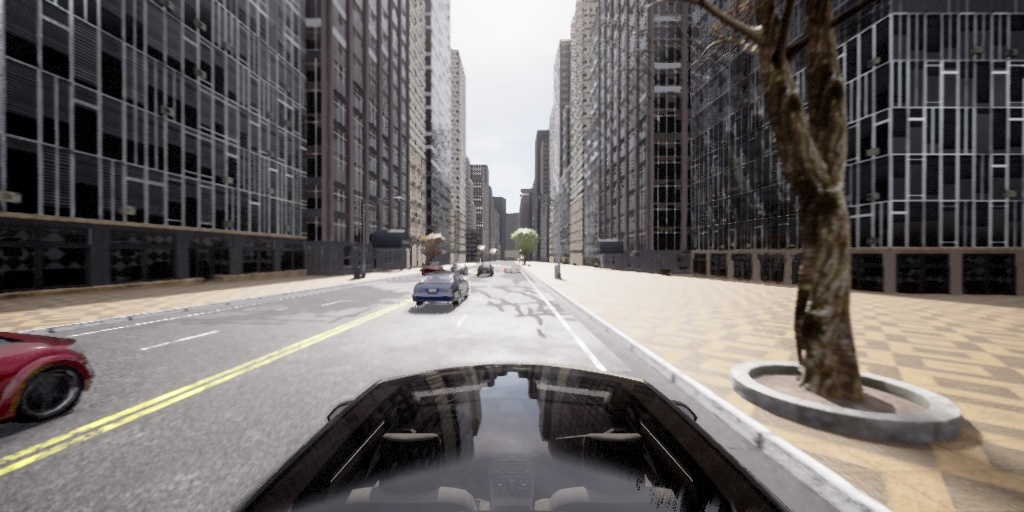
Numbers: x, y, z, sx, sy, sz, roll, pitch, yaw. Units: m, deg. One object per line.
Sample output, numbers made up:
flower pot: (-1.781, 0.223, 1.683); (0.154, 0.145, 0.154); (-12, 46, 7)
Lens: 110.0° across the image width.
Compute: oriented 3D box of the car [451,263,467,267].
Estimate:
car: (-6.584, 1.642, 44.761); (2.128, 1.511, 4.902); (0, 0, 0)

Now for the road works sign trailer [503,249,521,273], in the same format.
road works sign trailer: (0.007, 0.704, 54.161); (2.380, 3.560, 2.880); (0, 0, 1)

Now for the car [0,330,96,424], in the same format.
car: (-6.599, 1.326, 3.021); (1.994, 1.385, 4.181); (0, -1, 0)

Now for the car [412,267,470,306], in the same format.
car: (-3.153, 1.437, 16.719); (2.033, 1.411, 5.357); (0, -1, 0)

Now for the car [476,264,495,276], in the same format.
car: (-3.158, 1.667, 43.695); (1.812, 1.442, 4.674); (0, -1, 0)

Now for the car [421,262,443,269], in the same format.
car: (-9.833, 1.503, 44.671); (2.097, 1.767, 4.553); (0, -1, 0)
